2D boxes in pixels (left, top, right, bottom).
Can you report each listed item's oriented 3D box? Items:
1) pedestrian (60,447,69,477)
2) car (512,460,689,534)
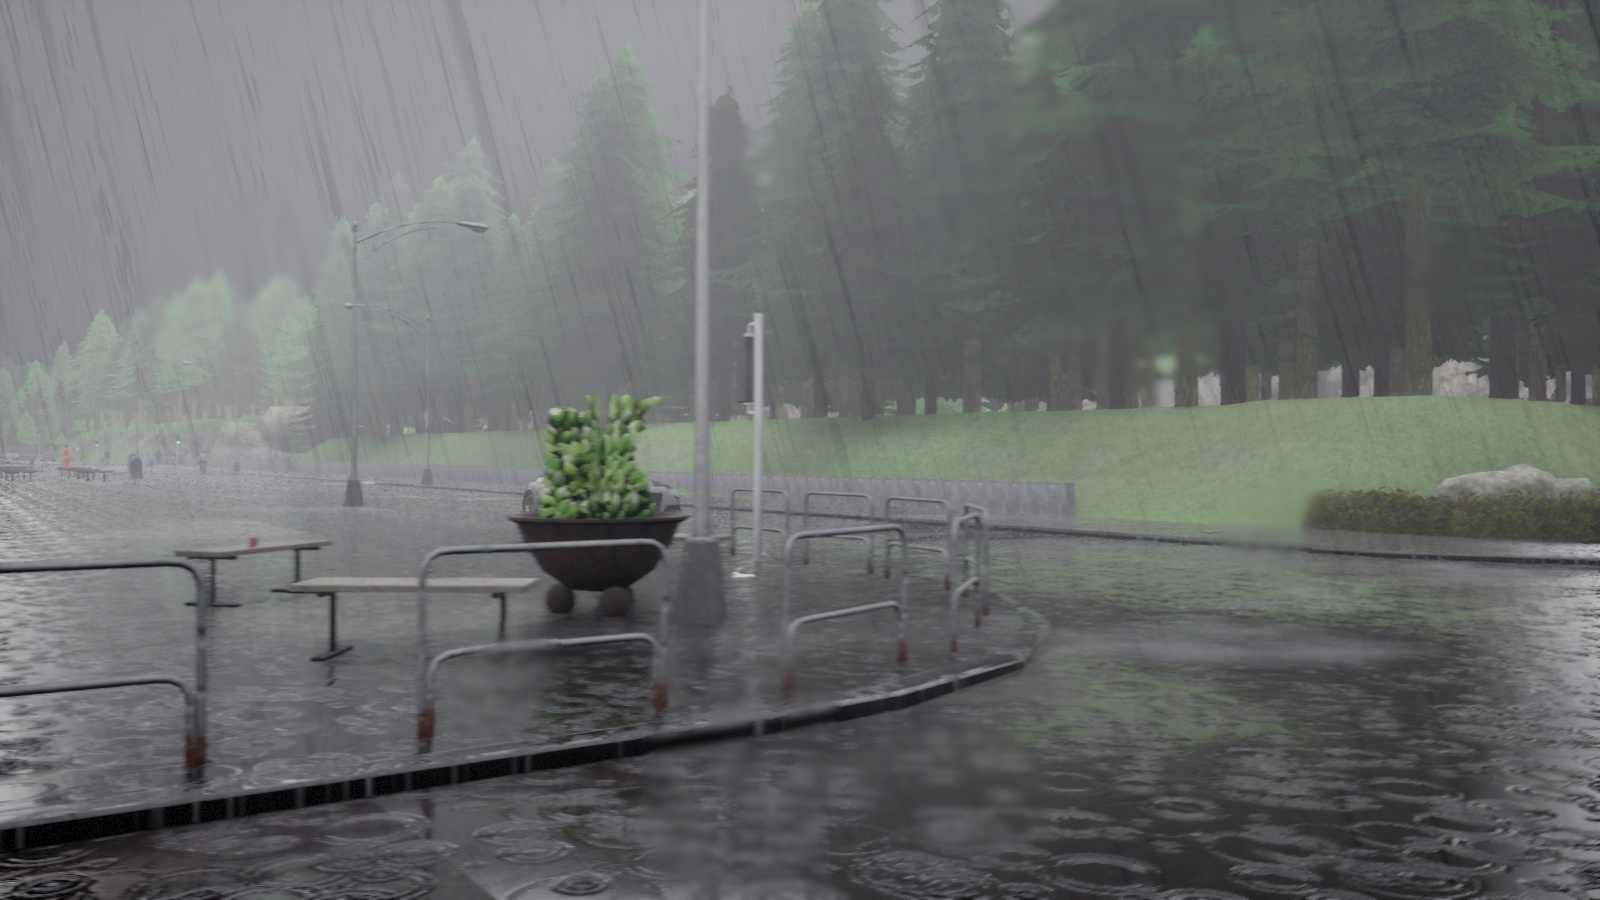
[{"bbox_3d":[-45.517,0.750,77.721,0.594,1.836,0.345,0,0,43],"label":"pedestrian"},{"bbox_3d":[-4.184,0.899,25.827,1.994,1.385,4.181,0,0,-35],"label":"car"}]
